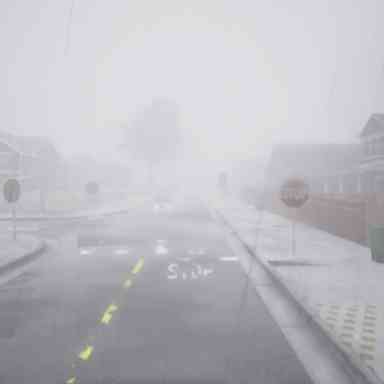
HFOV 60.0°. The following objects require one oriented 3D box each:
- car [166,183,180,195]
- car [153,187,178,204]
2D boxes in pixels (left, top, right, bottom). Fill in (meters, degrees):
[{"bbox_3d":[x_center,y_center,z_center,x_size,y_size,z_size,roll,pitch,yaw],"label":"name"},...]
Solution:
[{"bbox_3d":[-3.419,-0.681,60.299,2.150,2.045,5.566,0,2,-5],"label":"car"},{"bbox_3d":[-2.914,0.492,34.752,2.033,1.411,5.357,0,2,0],"label":"car"}]
